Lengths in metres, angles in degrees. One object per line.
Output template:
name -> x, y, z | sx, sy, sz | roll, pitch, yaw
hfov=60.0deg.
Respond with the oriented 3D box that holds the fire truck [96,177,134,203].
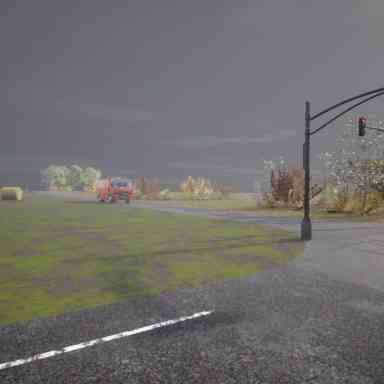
fire truck -> -11.765, -0.355, 50.031 | 2.891, 3.827, 8.468 | 1, 0, -32
